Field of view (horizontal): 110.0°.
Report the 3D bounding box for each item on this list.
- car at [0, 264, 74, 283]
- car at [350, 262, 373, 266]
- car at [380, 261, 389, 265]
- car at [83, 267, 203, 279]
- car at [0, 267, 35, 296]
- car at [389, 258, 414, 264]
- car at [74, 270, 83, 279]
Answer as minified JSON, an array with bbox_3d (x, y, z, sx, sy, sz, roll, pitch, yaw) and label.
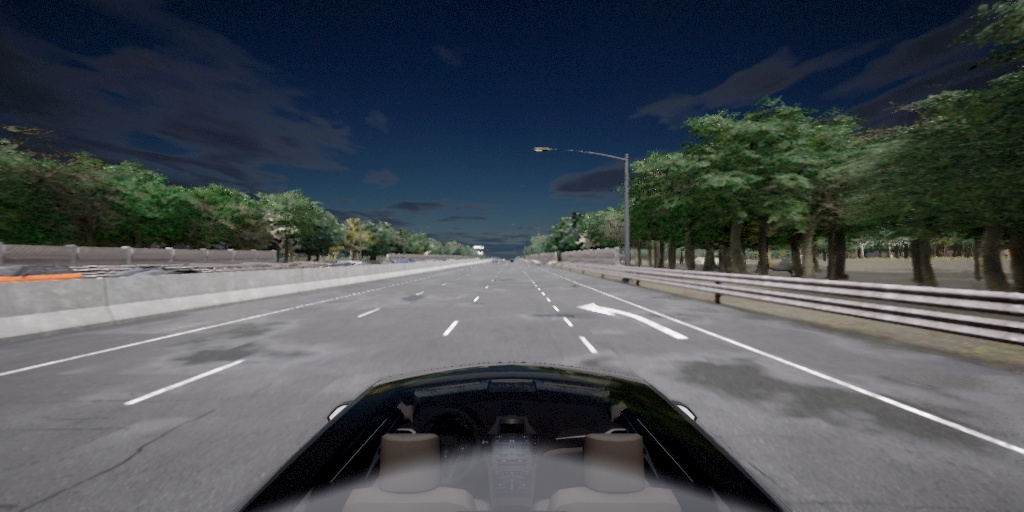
[{"bbox_3d":[-24.590,1.218,17.825,2.097,1.767,4.553,0,0,0],"label":"car"},{"bbox_3d":[-24.497,1.694,59.476,1.895,1.301,4.718,0,0,0],"label":"car"},{"bbox_3d":[-21.011,1.602,60.945,1.837,1.490,4.892,0,0,1],"label":"car"},{"bbox_3d":[-17.592,1.374,18.019,1.837,1.490,4.892,0,-1,0],"label":"car"},{"bbox_3d":[-28.090,1.372,17.954,1.837,1.490,4.892,0,0,0],"label":"car"},{"bbox_3d":[-17.516,1.311,58.008,2.150,2.045,5.566,0,0,1],"label":"car"},{"bbox_3d":[-21.090,1.389,20.572,1.837,1.490,4.892,0,0,0],"label":"car"}]
